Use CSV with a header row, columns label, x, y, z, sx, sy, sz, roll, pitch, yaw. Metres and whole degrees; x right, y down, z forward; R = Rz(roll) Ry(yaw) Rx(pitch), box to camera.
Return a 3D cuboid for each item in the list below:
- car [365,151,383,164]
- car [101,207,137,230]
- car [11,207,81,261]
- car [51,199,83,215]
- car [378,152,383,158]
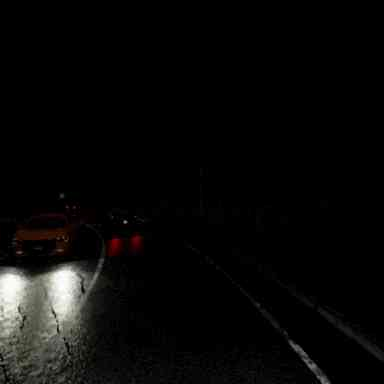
label,x,y,z,sx,sy,sz,roll,pitch,yaw
car,34.354,-6.397,61.648,2.435,2.045,5.566,0,2,10
car,-5.010,1.718,22.643,1.812,1.442,4.674,-1,-1,-23
car,-5.626,1.585,13.129,1.882,1.535,5.008,-1,-1,-16
car,-14.482,1.928,38.150,2.150,2.045,5.566,-2,-2,-40
car,33.428,-5.956,56.249,2.002,1.452,4.674,0,2,10
